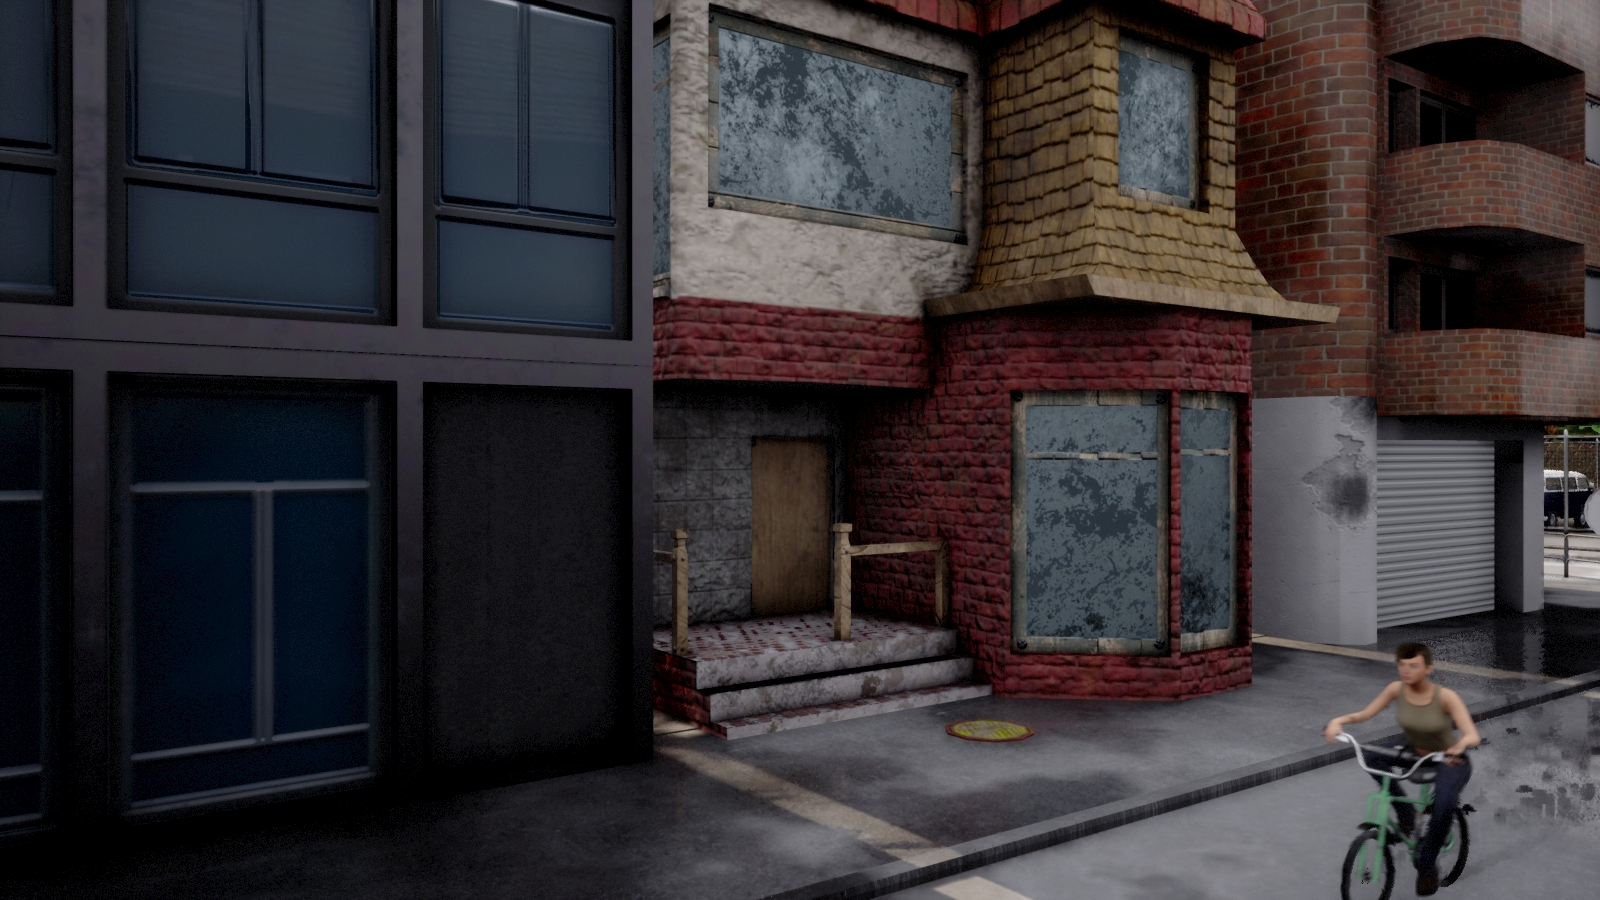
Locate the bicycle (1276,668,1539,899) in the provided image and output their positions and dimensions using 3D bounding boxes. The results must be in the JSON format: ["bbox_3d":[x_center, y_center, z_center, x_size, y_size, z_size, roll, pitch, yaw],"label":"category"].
[{"bbox_3d":[3.758,2.033,7.053,1.487,1.080,0.859,0,0,-36],"label":"bicycle"}]

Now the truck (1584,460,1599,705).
[{"bbox_3d":[10.880,1.341,12.087,5.204,2.467,2.627,0,0,-35],"label":"truck"}]
